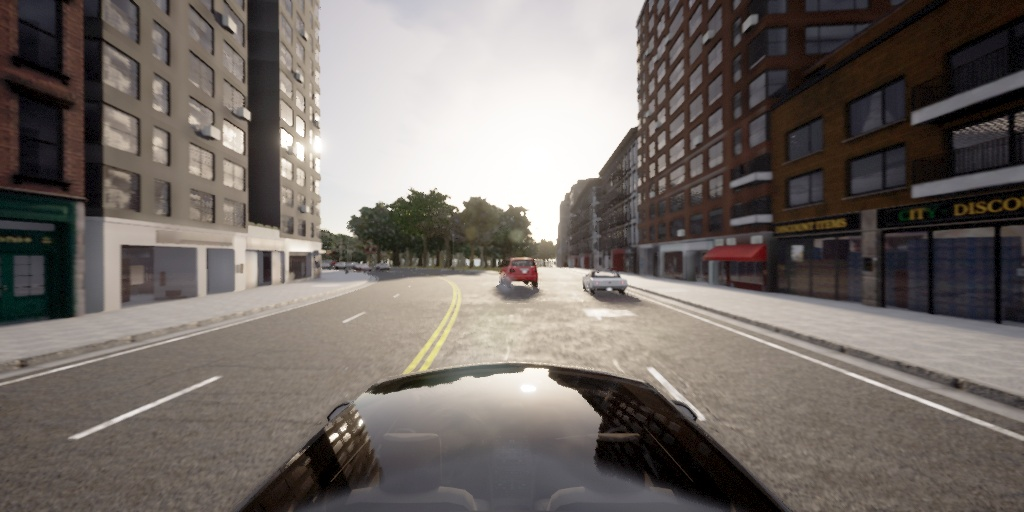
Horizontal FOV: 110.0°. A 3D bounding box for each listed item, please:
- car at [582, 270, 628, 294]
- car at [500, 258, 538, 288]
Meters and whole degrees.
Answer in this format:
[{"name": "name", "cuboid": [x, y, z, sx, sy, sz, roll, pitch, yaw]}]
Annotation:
[{"name": "car", "cuboid": [5.253, 1.467, 20.934, 1.895, 1.301, 4.718, 0, -1, 4]}, {"name": "car", "cuboid": [0.417, 1.181, 26.292, 2.150, 2.045, 5.566, 0, -1, -9]}]
